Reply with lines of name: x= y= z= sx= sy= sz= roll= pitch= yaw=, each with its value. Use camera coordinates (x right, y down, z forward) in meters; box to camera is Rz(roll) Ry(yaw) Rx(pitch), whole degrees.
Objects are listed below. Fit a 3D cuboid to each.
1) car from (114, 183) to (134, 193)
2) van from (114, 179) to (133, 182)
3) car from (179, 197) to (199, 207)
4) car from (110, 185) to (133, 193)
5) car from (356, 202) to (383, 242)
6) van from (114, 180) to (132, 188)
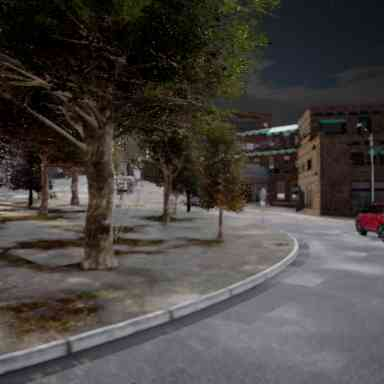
car: x=-15.277 y=-0.517 z=71.763 sx=4.892 sy=1.521 sz=2.231 roll=-1 pitch=5 yaw=-30
van: x=-16.805 y=-1.448 z=80.767 sx=4.442 sy=1.987 sz=1.878 roll=-1 pitch=5 yaw=-30
car: x=0.812 y=1.303 z=43.688 sx=5.357 sy=1.411 sz=2.033 roll=3 pitch=1 yaw=38
car: x=-15.815 y=-0.712 z=74.751 sx=4.674 sy=1.452 sz=2.002 roll=-1 pitch=5 yaw=-30
car: x=10.951 y=1.573 z=18.303 sx=2.150 sy=2.045 sz=5.566 roll=0 pitch=-1 yaw=9
van: x=-18.647 y=-2.149 z=89.603 sx=4.442 sy=1.987 sz=1.878 roll=-1 pitch=5 yaw=-30
